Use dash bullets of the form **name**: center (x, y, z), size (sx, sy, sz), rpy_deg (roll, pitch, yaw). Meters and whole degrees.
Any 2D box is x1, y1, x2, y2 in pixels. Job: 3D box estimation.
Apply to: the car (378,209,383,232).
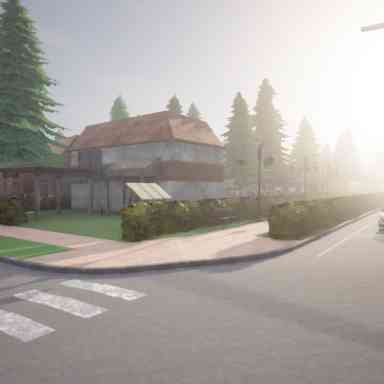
- **car**: center (10.910, 1.262, 17.239), size (1.812, 1.442, 4.674), rpy_deg (1, 1, 36)
